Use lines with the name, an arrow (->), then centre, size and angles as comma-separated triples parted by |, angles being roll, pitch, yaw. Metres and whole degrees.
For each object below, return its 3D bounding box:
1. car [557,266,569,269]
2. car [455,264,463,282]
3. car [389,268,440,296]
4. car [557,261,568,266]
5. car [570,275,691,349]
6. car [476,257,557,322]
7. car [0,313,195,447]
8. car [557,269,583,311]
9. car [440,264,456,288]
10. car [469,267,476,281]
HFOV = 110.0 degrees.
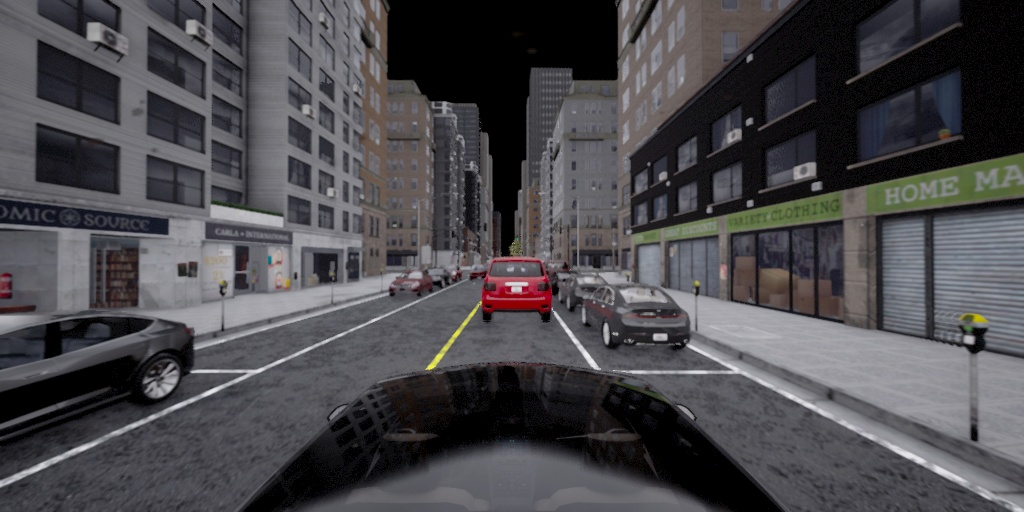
car -> 2.973, 1.462, 20.198 | 1.948, 1.339, 4.313 | 0, 0, 0
car -> -5.478, 1.423, 31.297 | 1.967, 1.591, 4.097 | 0, 0, 0
car -> -5.553, 1.478, 20.248 | 1.802, 1.307, 4.207 | 0, 0, 0
car -> 3.010, 1.255, 25.721 | 2.192, 1.841, 5.009 | 0, 0, 0
car -> 2.898, 1.360, 9.151 | 2.007, 1.370, 4.403 | 0, 0, 0
car -> 0.163, 1.061, 12.891 | 2.150, 2.045, 5.566 | 0, 0, 1
car -> -5.665, 1.331, 3.673 | 1.948, 1.339, 4.313 | 0, 0, 0
car -> 2.936, 1.403, 14.674 | 2.007, 1.370, 4.403 | 0, 0, 0
car -> -5.515, 1.506, 25.772 | 1.948, 1.339, 4.313 | 0, 0, 0
car -> -2.813, 1.600, 33.164 | 1.895, 1.301, 4.718 | 0, 0, 1
